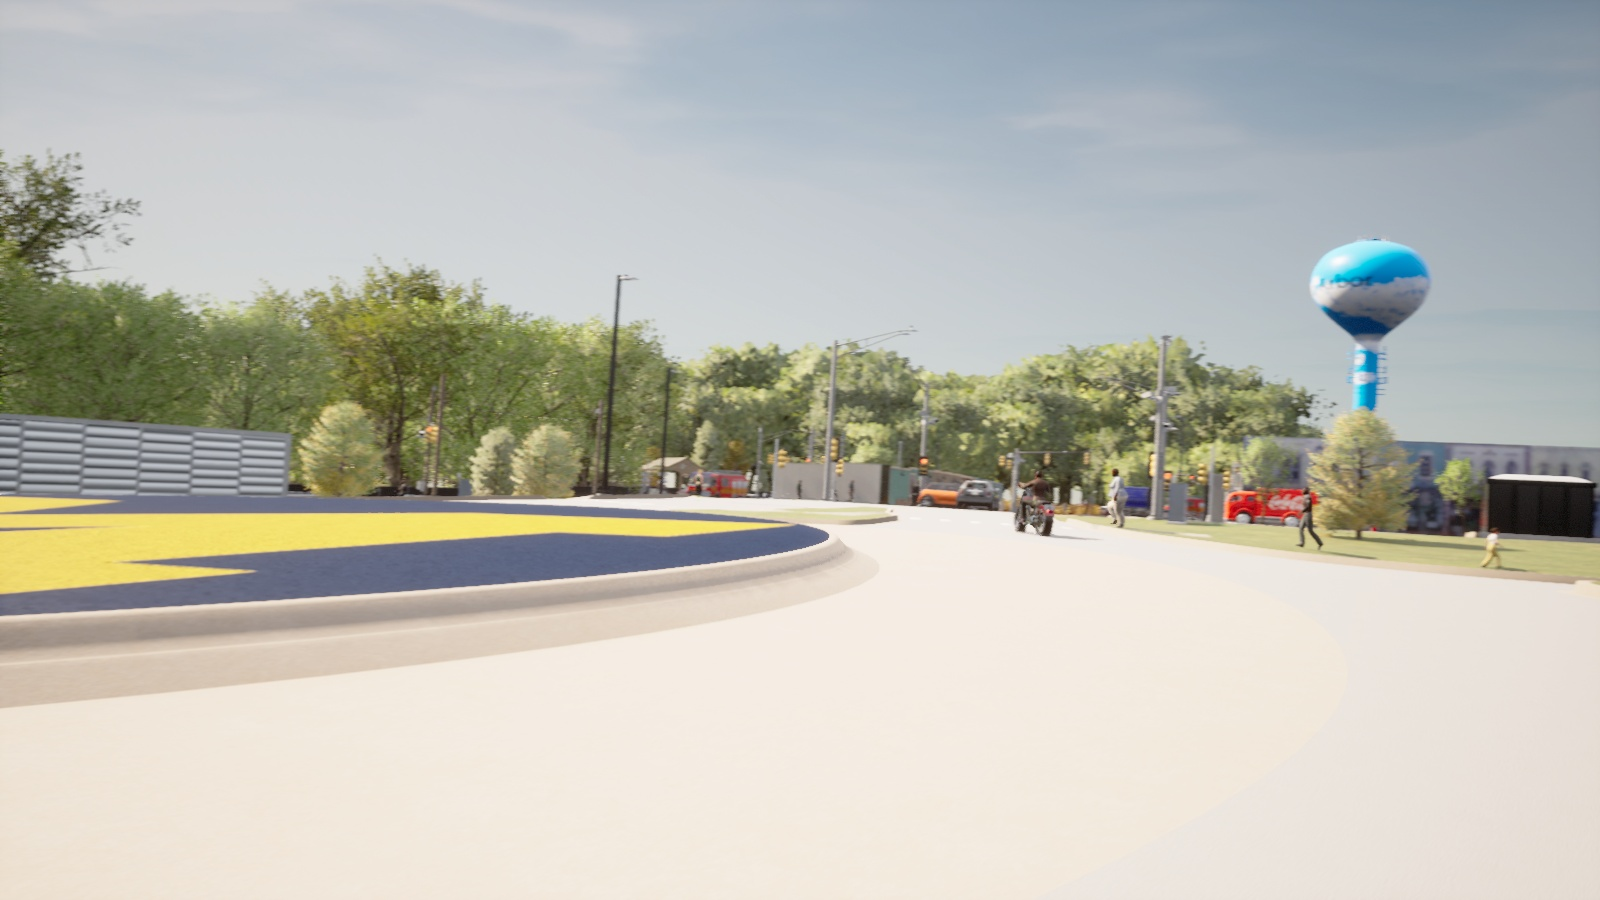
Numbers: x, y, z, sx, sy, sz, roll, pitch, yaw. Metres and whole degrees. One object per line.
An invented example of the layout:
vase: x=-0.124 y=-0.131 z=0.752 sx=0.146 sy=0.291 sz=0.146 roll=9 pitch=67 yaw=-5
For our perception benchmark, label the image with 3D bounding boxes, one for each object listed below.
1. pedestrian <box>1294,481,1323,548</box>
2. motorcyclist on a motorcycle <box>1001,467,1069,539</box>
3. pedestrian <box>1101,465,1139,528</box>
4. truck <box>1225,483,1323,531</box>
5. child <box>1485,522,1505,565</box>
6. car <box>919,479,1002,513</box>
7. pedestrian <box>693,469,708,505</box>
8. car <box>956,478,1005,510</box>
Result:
pedestrian: x=15.028 y=1.902 z=37.112 sx=0.666 sy=1.930 sz=0.402 roll=3 pitch=-3 yaw=12
motorcyclist on a motorcycle: x=5.789 y=1.274 z=31.075 sx=0.766 sy=1.649 sz=2.350 roll=5 pitch=-1 yaw=-10
pedestrian: x=9.790 y=1.433 z=38.436 sx=0.900 sy=1.855 sz=0.874 roll=2 pitch=-3 yaw=25
truck: x=28.036 y=3.380 z=74.232 sx=5.204 sy=2.467 sz=2.627 roll=2 pitch=-3 yaw=24
child: x=20.613 y=2.765 z=37.224 sx=0.437 sy=1.263 sz=0.270 roll=2 pitch=-3 yaw=17
car: x=9.860 y=2.814 z=77.095 sx=4.553 sy=1.767 sz=2.097 roll=2 pitch=-3 yaw=22
pedestrian: x=-5.159 y=1.910 z=65.270 sx=0.345 sy=1.836 sz=0.594 roll=1 pitch=-3 yaw=34
car: x=9.143 y=2.244 z=63.406 sx=1.970 sy=1.475 sz=3.806 roll=2 pitch=-2 yaw=15
